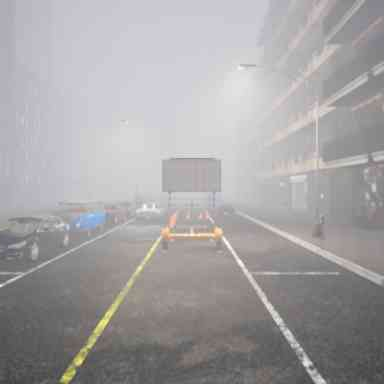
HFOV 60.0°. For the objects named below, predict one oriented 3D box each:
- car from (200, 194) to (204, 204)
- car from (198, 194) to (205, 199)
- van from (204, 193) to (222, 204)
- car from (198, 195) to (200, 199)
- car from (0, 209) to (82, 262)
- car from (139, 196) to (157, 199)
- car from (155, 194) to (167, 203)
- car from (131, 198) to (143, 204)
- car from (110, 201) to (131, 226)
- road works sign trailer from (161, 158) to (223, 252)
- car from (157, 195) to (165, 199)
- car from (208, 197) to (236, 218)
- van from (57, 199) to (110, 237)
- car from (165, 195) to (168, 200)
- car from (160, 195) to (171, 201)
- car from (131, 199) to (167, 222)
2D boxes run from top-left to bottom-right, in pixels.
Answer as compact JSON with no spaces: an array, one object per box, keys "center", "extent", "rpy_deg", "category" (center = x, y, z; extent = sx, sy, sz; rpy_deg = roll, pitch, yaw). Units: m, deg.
[{"center":[2.681,1.337,50.328],"extent":[1.887,1.381,4.507],"rpy_deg":[0,0,0],"category":"car"},{"center":[2.673,1.179,94.681],"extent":[1.752,1.417,4.829],"rpy_deg":[0,0,0],"category":"car"},{"center":[2.682,1.173,39.282],"extent":[1.690,1.788,3.998],"rpy_deg":[0,0,0],"category":"van"},{"center":[2.676,1.250,83.466],"extent":[1.947,1.339,4.313],"rpy_deg":[0,0,0],"category":"car"},{"center":[-5.694,1.497,11.668],"extent":[2.008,1.369,4.403],"rpy_deg":[0,0,0],"category":"car"},{"center":[-5.699,1.271,39.283],"extent":[1.967,1.590,4.097],"rpy_deg":[0,0,0],"category":"car"},{"center":[-5.702,1.194,61.373],"extent":[1.967,1.590,4.097],"rpy_deg":[0,0,0],"category":"car"},{"center":[-5.697,1.441,28.237],"extent":[1.947,1.339,4.313],"rpy_deg":[0,0,0],"category":"car"},{"center":[-5.696,1.442,22.714],"extent":[1.887,1.381,4.507],"rpy_deg":[0,0,0],"category":"car"},{"center":[-0.001,0.403,13.562],"extent":[2.380,3.560,2.880],"rpy_deg":[0,0,0],"category":"road works sign trailer"},{"center":[-5.700,1.342,50.327],"extent":[2.008,1.369,4.403],"rpy_deg":[0,0,0],"category":"car"},{"center":[2.684,1.426,28.238],"extent":[2.008,1.369,4.403],"rpy_deg":[0,0,0],"category":"car"},{"center":[-5.695,1.263,17.190],"extent":[1.690,1.788,3.998],"rpy_deg":[0,0,0],"category":"van"},{"center":[-5.701,1.323,55.851],"extent":[2.008,1.369,4.403],"rpy_deg":[0,0,0],"category":"car"},{"center":[-5.703,1.282,72.419],"extent":[1.947,1.339,4.313],"rpy_deg":[0,0,0],"category":"car"},{"center":[-3.103,1.487,25.534],"extent":[1.895,1.301,4.718],"rpy_deg":[0,0,0],"category":"car"}]
